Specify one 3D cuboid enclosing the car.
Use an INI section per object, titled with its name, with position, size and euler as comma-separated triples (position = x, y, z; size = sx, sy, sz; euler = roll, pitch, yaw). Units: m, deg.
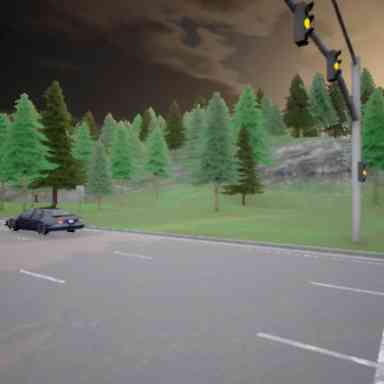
[car]
position = -8.223, 1.546, 18.453
size = 5.357, 1.411, 2.033
euler = 0, 0, 35
